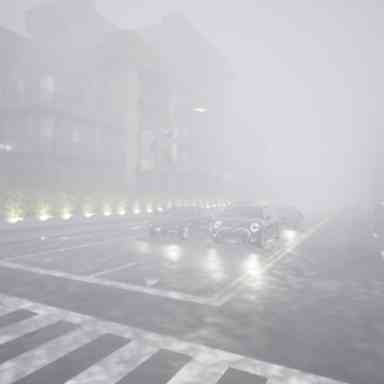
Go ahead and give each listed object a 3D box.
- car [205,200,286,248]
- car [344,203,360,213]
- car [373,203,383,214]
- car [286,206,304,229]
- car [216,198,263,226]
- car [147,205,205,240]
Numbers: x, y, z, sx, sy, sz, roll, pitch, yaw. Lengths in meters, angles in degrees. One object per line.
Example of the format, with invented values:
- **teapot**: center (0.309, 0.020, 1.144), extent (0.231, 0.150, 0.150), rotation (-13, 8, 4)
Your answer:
- **car**: center (2.606, 1.390, 15.159), extent (2.097, 1.767, 4.553), rotation (2, 0, 27)
- **car**: center (21.602, 2.081, 44.890), extent (1.895, 1.301, 4.718), rotation (2, 0, 27)
- **car**: center (24.477, 2.125, 42.814), extent (1.994, 1.385, 4.181), rotation (2, 0, 27)
- **car**: center (6.474, 1.689, 22.879), extent (1.994, 1.385, 4.181), rotation (2, 0, 27)
- **car**: center (3.688, 1.398, 25.110), extent (2.097, 1.767, 4.553), rotation (2, 0, 27)
- **car**: center (-0.408, 1.459, 16.966), extent (1.837, 1.490, 4.892), rotation (2, 0, 27)
